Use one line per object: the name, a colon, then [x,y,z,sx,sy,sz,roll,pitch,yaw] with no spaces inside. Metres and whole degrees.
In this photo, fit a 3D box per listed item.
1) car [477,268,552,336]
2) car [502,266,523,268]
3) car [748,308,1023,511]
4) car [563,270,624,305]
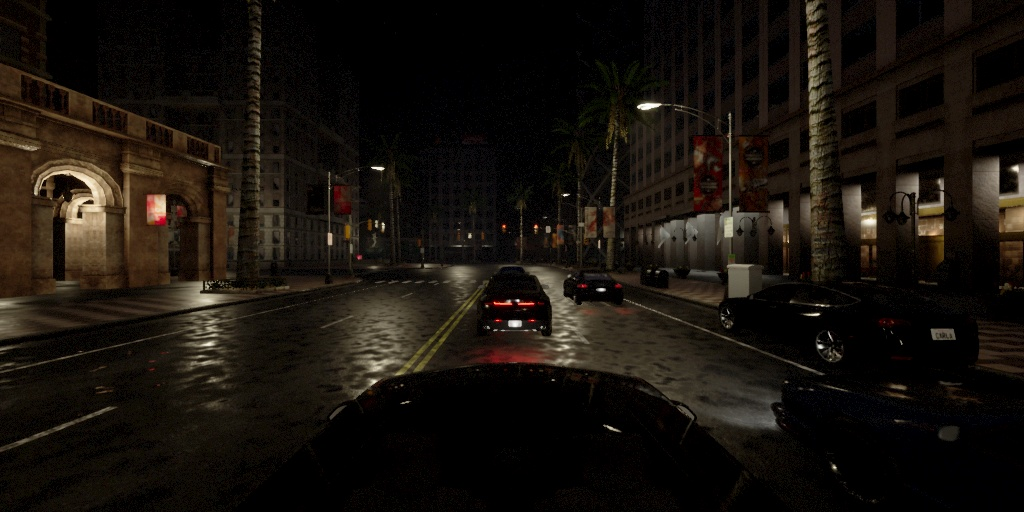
car: [0.047,1.254,10.387,1.837,1.490,4.892,0,0,-1]
car: [0.003,1.276,19.334,1.812,1.442,4.674,0,0,-2]
car: [3.606,1.298,1.195,2.033,1.411,5.357,0,0,0]
car: [3.522,1.314,16.158,1.994,1.385,4.181,0,0,0]
